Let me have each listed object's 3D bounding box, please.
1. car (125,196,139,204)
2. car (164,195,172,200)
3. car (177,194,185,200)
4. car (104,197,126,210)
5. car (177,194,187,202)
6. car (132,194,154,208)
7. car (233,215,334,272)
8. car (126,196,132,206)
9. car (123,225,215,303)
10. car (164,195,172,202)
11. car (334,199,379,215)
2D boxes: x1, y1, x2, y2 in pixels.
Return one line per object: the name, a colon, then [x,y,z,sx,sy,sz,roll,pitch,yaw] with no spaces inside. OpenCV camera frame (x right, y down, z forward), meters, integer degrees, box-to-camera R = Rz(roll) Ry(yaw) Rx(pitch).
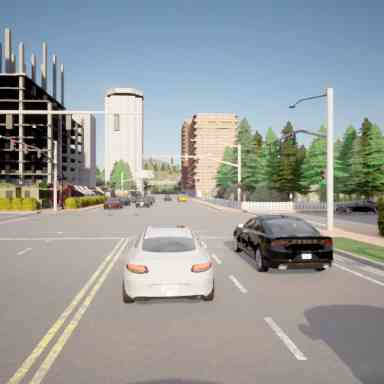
car: [-11.879,1.547,66.089,2.033,1.411,5.357,0,0,-4]
car: [-6.303,1.379,86.233,1.994,1.385,4.181,0,0,-4]
car: [-2.812,1.304,86.487,1.882,1.535,5.008,0,0,-4]
car: [-10.332,1.478,43.779,1.882,1.535,5.008,0,0,-4]
car: [-2.117,1.470,76.939,1.882,1.535,5.008,0,0,-4]
car: [-7.187,1.491,48.852,2.128,1.511,4.902,0,0,-4]
car: [2.674,1.478,10.868,1.882,1.535,5.008,0,0,-5]
car: [-11.000,1.477,53.105,1.882,1.535,5.008,0,0,-4]
car: [-0.590,1.526,8.129,1.812,1.442,4.674,0,0,-5]
car: [-5.679,1.518,77.662,2.128,1.511,4.902,0,0,-4]
car: [17.050,1.491,34.008,4.902,1.511,2.128,0,0,-3]
